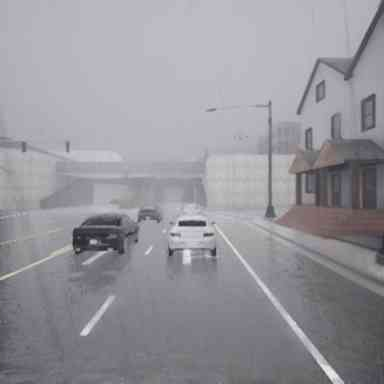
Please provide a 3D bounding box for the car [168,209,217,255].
[{"bbox_3d":[0.019,1.671,13.899,1.812,1.442,4.674,0,0,0],"label":"car"}]

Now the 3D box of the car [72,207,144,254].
[{"bbox_3d":[-3.476,1.628,14.237,1.882,1.535,5.008,0,0,0],"label":"car"}]

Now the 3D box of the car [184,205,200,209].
[{"bbox_3d":[-0.008,1.849,28.920,1.812,1.442,4.674,0,-1,-1],"label":"car"}]

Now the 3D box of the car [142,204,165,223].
[{"bbox_3d":[-3.498,1.821,28.531,1.837,1.490,4.892,0,-1,0],"label":"car"}]

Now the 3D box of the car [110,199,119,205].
[{"bbox_3d":[-18.808,2.382,81.458,2.128,1.511,4.902,0,-1,-1],"label":"car"}]
